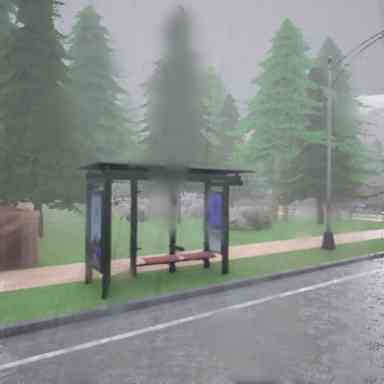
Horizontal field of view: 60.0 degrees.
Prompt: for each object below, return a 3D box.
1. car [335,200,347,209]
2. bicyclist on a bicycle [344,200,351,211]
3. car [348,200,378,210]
[{"bbox_3d":[23.215,1.705,49.944,3.866,1.878,1.905,1,0,-37],"label":"car"},{"bbox_3d":[20.871,1.753,44.624,1.656,1.620,0.582,1,0,-37],"label":"bicyclist on a bicycle"},{"bbox_3d":[25.033,1.708,48.164,4.605,1.855,1.932,1,0,-37],"label":"car"}]
